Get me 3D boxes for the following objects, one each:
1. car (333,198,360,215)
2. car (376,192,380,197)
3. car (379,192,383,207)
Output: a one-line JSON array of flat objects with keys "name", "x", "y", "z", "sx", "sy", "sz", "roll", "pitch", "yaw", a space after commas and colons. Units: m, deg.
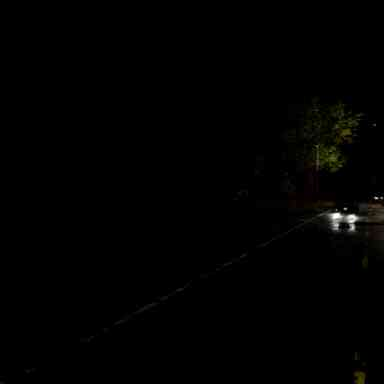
[{"name": "car", "x": 14.036, "y": 1.226, "z": 30.062, "sx": 1.994, "sy": 1.385, "sz": 4.181, "roll": 1, "pitch": 1, "yaw": 29}, {"name": "car", "x": 47.005, "y": 0.624, "z": 82.668, "sx": 1.812, "sy": 1.442, "sz": 4.674, "roll": 1, "pitch": 1, "yaw": 35}, {"name": "car", "x": 25.150, "y": 1.077, "z": 41.986, "sx": 2.128, "sy": 1.511, "sz": 4.902, "roll": 1, "pitch": 1, "yaw": 31}]
